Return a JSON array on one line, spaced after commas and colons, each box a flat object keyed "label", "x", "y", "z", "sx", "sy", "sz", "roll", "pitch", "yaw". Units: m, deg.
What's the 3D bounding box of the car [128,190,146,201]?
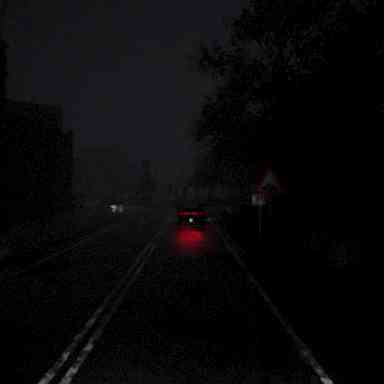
[{"label": "car", "x": -11.599, "y": 0.713, "z": 66.172, "sx": 2.150, "sy": 2.045, "sz": 5.566, "roll": -1, "pitch": -1, "yaw": 41}]

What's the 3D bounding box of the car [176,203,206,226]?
[{"label": "car", "x": -0.067, "y": 1.509, "z": 23.304, "sx": 1.837, "sy": 1.490, "sz": 4.892, "roll": 0, "pitch": 0, "yaw": 0}]

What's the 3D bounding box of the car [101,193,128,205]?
[{"label": "car", "x": -12.001, "y": 1.183, "z": 49.748, "sx": 2.128, "sy": 1.511, "sz": 4.902, "roll": 1, "pitch": 0, "yaw": -36}]
